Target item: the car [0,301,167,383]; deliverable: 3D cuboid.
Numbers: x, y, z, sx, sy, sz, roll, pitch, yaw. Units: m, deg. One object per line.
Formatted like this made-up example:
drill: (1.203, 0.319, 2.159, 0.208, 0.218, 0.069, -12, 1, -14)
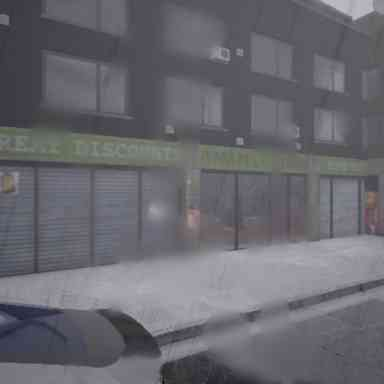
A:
car: (-2.416, 1.492, 1.574, 4.902, 1.511, 2.128, 0, 0, -32)
